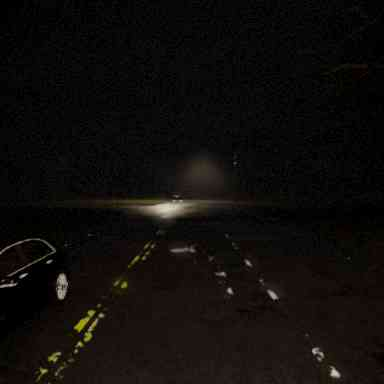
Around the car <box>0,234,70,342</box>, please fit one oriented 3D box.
[{"bbox_3d":[-3.495,1.516,5.233,1.837,1.490,4.892,0,0,0],"label":"car"}]

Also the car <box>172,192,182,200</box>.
[{"bbox_3d":[-3.544,0.902,80.661,2.150,2.045,5.566,0,0,0],"label":"car"}]
